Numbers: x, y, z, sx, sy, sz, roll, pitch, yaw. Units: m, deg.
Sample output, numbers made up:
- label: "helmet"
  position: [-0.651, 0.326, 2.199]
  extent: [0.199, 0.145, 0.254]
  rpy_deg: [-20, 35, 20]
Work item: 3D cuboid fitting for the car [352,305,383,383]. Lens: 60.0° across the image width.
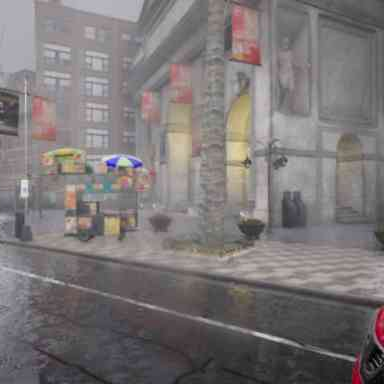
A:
- label: "car"
  position: [3.682, 1.213, 1.283]
  extent: [5.566, 2.045, 2.150]
  rpy_deg: [0, 0, 36]
